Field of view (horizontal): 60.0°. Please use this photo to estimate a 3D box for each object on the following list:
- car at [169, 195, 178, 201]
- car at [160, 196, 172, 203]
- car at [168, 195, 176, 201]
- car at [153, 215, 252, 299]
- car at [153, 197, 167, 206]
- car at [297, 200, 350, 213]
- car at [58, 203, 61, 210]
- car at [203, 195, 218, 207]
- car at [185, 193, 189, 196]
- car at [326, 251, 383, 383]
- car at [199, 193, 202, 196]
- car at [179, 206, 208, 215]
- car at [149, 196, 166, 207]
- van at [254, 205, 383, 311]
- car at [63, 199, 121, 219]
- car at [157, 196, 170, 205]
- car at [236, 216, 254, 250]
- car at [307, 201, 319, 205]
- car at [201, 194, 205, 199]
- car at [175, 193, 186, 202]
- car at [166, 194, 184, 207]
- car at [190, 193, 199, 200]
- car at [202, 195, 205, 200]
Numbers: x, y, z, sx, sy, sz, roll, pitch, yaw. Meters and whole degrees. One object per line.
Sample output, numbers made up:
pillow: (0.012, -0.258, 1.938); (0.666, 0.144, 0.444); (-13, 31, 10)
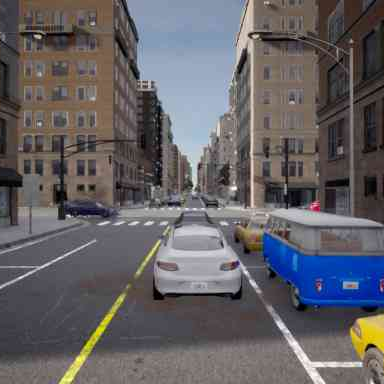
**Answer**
car: (-4.946, 1.566, 89.621); (1.947, 1.339, 4.313); (1, 0, 1)
car: (-5.251, 1.549, 67.506); (1.887, 1.381, 4.507); (1, 0, 1)
car: (-5.024, 1.527, 83.923); (1.752, 1.417, 4.829); (1, 0, 1)
car: (0.084, 1.527, 8.316); (1.812, 1.442, 4.674); (0, 0, -1)
car: (-5.405, 1.571, 56.449); (1.947, 1.339, 4.313); (1, 0, 1)
car: (15.241, 1.712, 38.814); (5.357, 1.411, 2.033); (0, -1, 0)
car: (-10.377, 1.445, 32.311); (4.892, 1.490, 1.837); (1, 0, 0)
car: (3.044, 1.571, 50.806); (1.947, 1.339, 4.313); (1, 0, 1)
car: (-2.338, 1.359, 72.034); (2.097, 1.767, 4.553); (0, 0, 1)
car: (2.678, 1.526, 1.966); (1.752, 1.417, 4.829); (1, 0, 0)
car: (3.579, 1.549, 89.517); (2.008, 1.369, 4.403); (1, 0, 1)
car: (0.108, 1.566, 15.653); (1.994, 1.385, 4.181); (0, 0, 0)
car: (-5.482, 1.588, 50.920); (1.802, 1.307, 4.206); (1, 0, 1)
van: (2.685, 1.342, 7.469); (1.690, 1.788, 3.998); (1, 0, 0)
car: (-8.272, 1.470, 28.082); (4.674, 1.442, 1.812); (1, -1, 14)
car: (-5.328, 1.556, 61.977); (2.008, 1.369, 4.403); (1, 0, 1)
car: (2.689, 1.527, 13.313); (1.752, 1.417, 4.829); (1, 0, 0)
car: (15.592, 1.356, 35.566); (5.566, 2.045, 2.150); (0, -1, 0)
car: (3.196, 1.555, 61.866); (2.008, 1.369, 4.403); (1, 0, 1)
car: (-2.543, 1.482, 61.907); (1.882, 1.535, 5.008); (0, 0, 1)
car: (-2.702, 1.483, 52.247); (1.882, 1.535, 5.008); (0, 0, 1)
car: (0.935, 1.523, 91.853); (1.812, 1.442, 4.674); (0, 0, 1)
car: (3.120, 1.549, 56.336); (1.887, 1.381, 4.507); (1, 0, 1)
